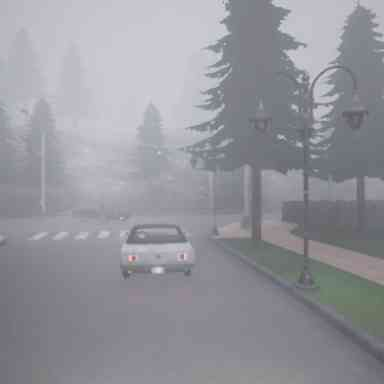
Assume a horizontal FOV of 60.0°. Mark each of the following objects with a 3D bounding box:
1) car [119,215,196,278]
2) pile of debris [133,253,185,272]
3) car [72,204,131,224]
[{"bbox_3d":[-1.117,1.615,10.283,1.895,1.301,4.718,0,0,-8],"label":"car"},{"bbox_3d":[-1.105,2.189,10.485,1.500,0.140,1.860,0,0,-10],"label":"pile of debris"},{"bbox_3d":[-6.807,1.537,24.664,4.718,1.301,1.895,0,0,35],"label":"car"}]
